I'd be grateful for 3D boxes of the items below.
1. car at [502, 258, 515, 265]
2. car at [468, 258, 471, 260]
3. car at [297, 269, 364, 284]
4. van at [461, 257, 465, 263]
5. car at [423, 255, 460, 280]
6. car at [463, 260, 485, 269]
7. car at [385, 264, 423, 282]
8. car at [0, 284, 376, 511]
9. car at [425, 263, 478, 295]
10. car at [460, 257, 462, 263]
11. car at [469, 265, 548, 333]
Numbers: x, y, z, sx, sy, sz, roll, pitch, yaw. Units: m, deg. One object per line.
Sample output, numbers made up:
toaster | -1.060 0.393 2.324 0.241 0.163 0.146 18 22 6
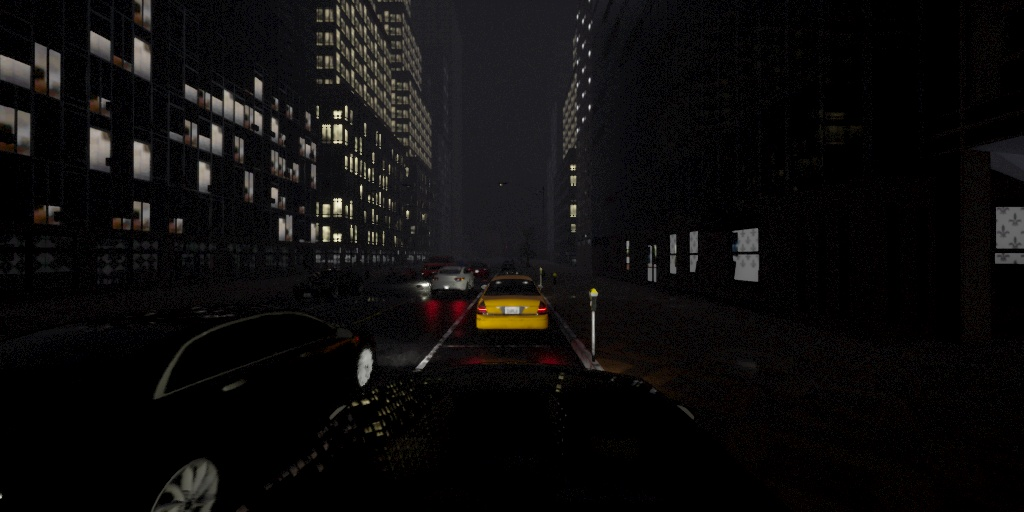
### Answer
car | -0.455 1.298 46.099 1.948 1.339 4.313 0 0 0
car | -8.836 1.300 63.188 1.802 1.307 4.207 0 0 0
car | -8.836 1.313 17.650 1.948 1.339 4.313 0 0 0
van | -8.836 1.064 57.496 1.690 1.789 3.998 0 0 0
car | -6.244 0.963 31.269 2.150 2.045 5.566 0 0 0
car | -3.053 1.304 33.260 1.994 1.385 4.181 0 0 0
car | -8.835 1.325 29.033 1.802 1.307 4.207 0 0 0
car | -3.051 1.253 3.763 1.837 1.490 4.892 0 0 0
car | -3.144 1.273 19.564 1.812 1.442 4.674 0 0 0
car | -8.836 1.273 51.803 1.888 1.381 4.507 0 0 0
car | 0.004 1.206 10.689 1.801 1.575 5.366 0 0 0
